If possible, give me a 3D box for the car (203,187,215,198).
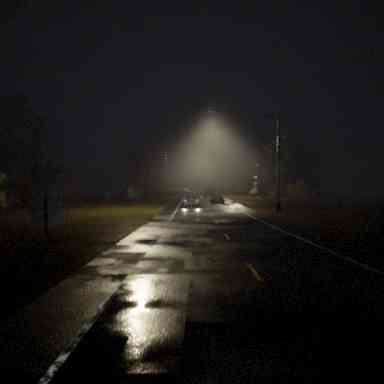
[{"bbox_3d":[3.543,0.058,67.771,2.150,2.045,5.566,0,2,1],"label":"car"}]

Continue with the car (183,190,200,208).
[{"bbox_3d":[-0.068,1.008,41.778,2.097,1.767,4.553,0,2,0],"label":"car"}]

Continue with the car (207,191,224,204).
[{"bbox_3d":[3.616,1.007,48.694,1.994,1.385,4.181,0,2,0],"label":"car"}]
